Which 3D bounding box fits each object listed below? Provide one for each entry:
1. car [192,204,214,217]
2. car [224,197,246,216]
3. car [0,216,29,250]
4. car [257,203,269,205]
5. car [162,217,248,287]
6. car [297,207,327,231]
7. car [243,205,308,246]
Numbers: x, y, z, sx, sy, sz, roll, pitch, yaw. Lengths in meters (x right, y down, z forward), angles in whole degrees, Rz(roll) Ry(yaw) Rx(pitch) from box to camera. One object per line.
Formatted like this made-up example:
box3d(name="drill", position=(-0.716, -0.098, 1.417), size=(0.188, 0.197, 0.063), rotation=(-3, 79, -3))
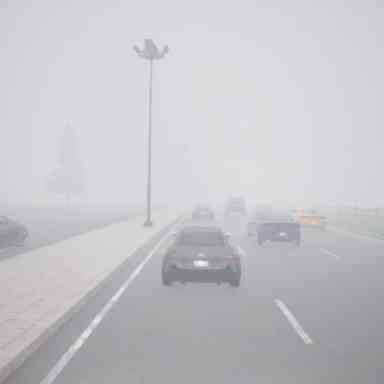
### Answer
box3d(name="car", position=(1.049, 1.844, 31.168), size=(1.994, 1.385, 4.181), rotation=(1, 0, 3))
box3d(name="car", position=(4.902, 1.619, 38.281), size=(2.150, 2.045, 5.566), rotation=(1, -1, 3))
box3d(name="car", position=(-7.843, 1.547, 12.269), size=(1.994, 1.385, 4.181), rotation=(1, -1, 1))
box3d(name="car", position=(8.474, 2.032, 39.825), size=(1.994, 1.385, 4.181), rotation=(1, 0, 3))
box3d(name="car", position=(0.264, 1.651, 9.717), size=(1.994, 1.385, 4.181), rotation=(1, -1, 1))
box3d(name="car", position=(7.715, 1.794, 23.173), size=(1.882, 1.535, 5.008), rotation=(1, 0, 2))
box3d(name="car", position=(3.958, 1.681, 16.700), size=(1.882, 1.535, 5.008), rotation=(1, 0, 2))
